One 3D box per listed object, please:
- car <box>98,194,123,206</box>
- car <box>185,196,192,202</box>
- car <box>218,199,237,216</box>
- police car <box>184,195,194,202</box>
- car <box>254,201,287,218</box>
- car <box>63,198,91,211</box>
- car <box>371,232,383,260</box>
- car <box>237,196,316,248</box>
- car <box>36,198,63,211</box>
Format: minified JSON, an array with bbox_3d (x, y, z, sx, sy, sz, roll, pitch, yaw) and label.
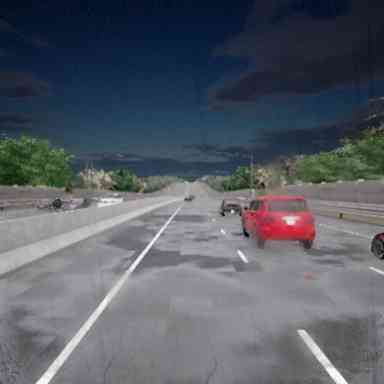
[{"bbox_3d":[-10.572,1.241,43.724,2.150,2.045,5.566,0,-1,0],"label":"car"},{"bbox_3d":[-1.040,1.942,95.653,1.882,1.535,5.008,0,-1,0],"label":"car"},{"bbox_3d":[3.604,1.489,31.888,1.837,1.490,4.892,0,0,0],"label":"car"},{"bbox_3d":[-1.041,1.773,85.756,1.930,1.638,5.238,0,-1,0],"label":"police car"},{"bbox_3d":[7.103,1.583,30.458,1.895,1.301,4.718,0,0,0],"label":"car"},{"bbox_3d":[-14.079,1.534,41.696,1.812,1.442,4.674,0,0,0],"label":"car"},{"bbox_3d":[7.100,1.545,9.668,1.994,1.385,4.181,0,0,0],"label":"car"},{"bbox_3d":[3.601,1.201,14.746,2.150,2.045,5.566,0,0,0],"label":"car"},{"bbox_3d":[-17.577,1.513,41.334,1.837,1.490,4.892,0,-1,0],"label":"car"}]
